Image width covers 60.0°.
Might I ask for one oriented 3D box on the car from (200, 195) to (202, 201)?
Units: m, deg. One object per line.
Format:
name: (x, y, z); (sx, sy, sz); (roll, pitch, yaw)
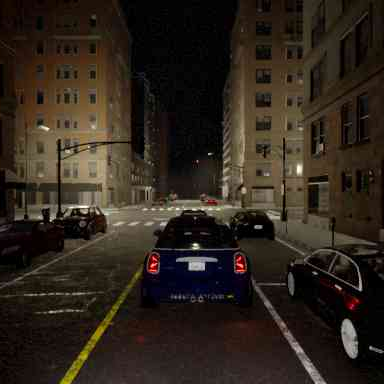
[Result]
car: (3.094, 1.607, 64.509); (2.008, 1.369, 4.403); (0, 0, 0)

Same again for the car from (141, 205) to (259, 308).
car: (0.101, 1.352, 8.090); (2.097, 1.767, 4.553); (0, 0, 0)

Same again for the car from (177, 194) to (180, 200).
car: (-5.306, 1.457, 91.589); (2.192, 1.841, 5.009); (0, 0, 0)

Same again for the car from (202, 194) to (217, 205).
car: (3.042, 1.476, 53.691); (1.967, 1.590, 4.097); (0, 0, 0)

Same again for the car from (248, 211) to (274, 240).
car: (2.902, 1.567, 16.601); (1.947, 1.339, 4.313); (0, 0, 0)

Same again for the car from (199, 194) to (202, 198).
car: (3.143, 1.525, 75.327); (1.967, 1.590, 4.097); (0, 0, 0)

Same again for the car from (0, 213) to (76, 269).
car: (-5.640, 1.582, 11.125); (1.802, 1.307, 4.206); (0, 0, 0)

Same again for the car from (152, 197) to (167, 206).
car: (-5.482, 1.618, 53.729); (1.802, 1.307, 4.206); (0, 0, 0)

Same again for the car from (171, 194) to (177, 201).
car: (-5.356, 1.626, 80.601); (1.752, 1.417, 4.829); (0, 0, 0)

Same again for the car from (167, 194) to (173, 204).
car: (-5.431, 1.607, 64.545); (2.008, 1.369, 4.403); (0, 0, 0)

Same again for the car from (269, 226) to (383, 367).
car: (2.870, 1.551, 5.599); (2.008, 1.369, 4.403); (0, 0, 0)

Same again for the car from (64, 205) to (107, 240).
car: (-5.624, 1.441, 16.626); (1.967, 1.590, 4.097); (0, 0, 0)

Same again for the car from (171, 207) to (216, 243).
car: (0.091, 1.565, 16.673); (1.994, 1.385, 4.181); (0, 0, 1)
